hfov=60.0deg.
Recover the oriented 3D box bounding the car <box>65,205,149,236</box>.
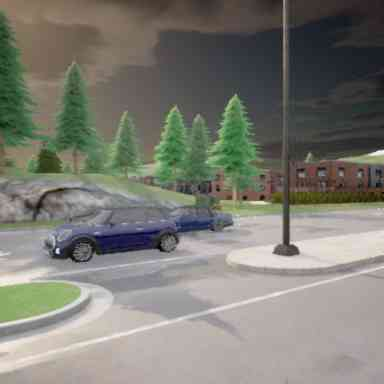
[{"bbox_3d":[-4.770,1.511,18.891,4.181,1.385,1.994,0,0,-34],"label":"car"}]

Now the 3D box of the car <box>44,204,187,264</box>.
[{"bbox_3d":[-2.754,1.318,11.837,4.553,1.767,2.097,0,0,-33],"label":"car"}]

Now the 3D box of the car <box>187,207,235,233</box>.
[{"bbox_3d":[-0.203,1.490,17.735,5.357,1.411,2.033,0,0,-34],"label":"car"}]
